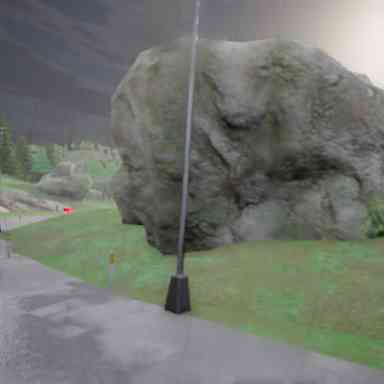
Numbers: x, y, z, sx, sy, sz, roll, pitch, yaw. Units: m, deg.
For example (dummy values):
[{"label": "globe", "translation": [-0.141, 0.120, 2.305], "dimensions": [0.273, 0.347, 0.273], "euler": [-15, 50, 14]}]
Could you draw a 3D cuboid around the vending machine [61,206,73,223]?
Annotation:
[{"label": "vending machine", "translation": [-17.863, 3.207, 47.451], "dimensions": [1.100, 2.100, 0.880], "euler": [8, 3, 3]}]
